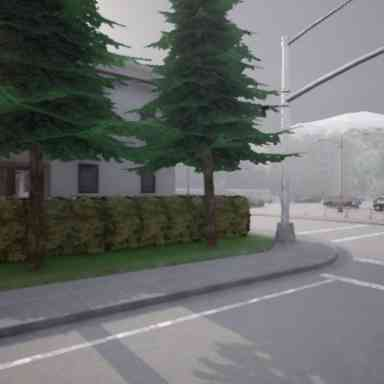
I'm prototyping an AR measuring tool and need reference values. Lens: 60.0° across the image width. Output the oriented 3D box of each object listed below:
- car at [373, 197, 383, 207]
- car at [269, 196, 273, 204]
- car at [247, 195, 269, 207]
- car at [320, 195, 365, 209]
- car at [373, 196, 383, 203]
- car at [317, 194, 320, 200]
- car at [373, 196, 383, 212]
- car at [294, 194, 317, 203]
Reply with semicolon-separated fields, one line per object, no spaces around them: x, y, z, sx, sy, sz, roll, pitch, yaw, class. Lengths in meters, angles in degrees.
30.404;1.509;50.766;2.007;1.523;4.514;0;0;-36;car
12.256;1.327;59.980;2.152;1.636;5.027;0;0;-36;car
8.400;1.432;48.101;2.007;1.523;4.514;0;0;-36;car
19.890;1.259;44.050;1.932;1.855;4.605;0;0;-36;car
41.815;1.680;72.515;1.970;1.475;3.806;0;0;-36;car
24.742;1.332;69.507;1.932;1.855;4.605;0;0;-36;car
21.832;1.226;35.747;1.905;1.878;3.866;0;0;-36;car
22.628;1.300;67.471;1.905;1.878;3.866;0;0;-36;car
